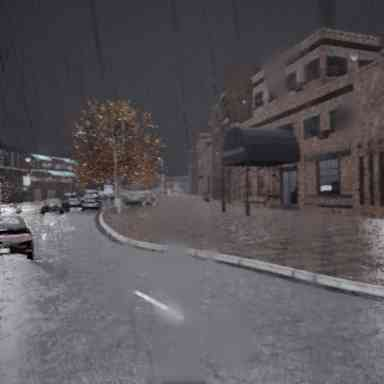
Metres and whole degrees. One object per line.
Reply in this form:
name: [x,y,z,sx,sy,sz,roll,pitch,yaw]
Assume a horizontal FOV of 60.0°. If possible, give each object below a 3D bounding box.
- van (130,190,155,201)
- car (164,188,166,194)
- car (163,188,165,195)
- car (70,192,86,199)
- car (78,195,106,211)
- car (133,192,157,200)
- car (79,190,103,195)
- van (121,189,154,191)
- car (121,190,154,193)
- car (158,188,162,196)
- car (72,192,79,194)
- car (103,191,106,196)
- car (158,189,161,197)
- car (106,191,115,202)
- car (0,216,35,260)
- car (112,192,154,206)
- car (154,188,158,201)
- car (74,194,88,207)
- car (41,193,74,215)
van: [-9.225,0.682,62.452,4.442,1.987,1.878,-1,1,-3]
car: [-9.578,0.050,87.137,5.566,2.045,2.435,-1,1,3]
car: [-9.735,0.463,81.681,4.792,1.488,2.163,-1,1,2]
car: [-26.323,0.814,76.950,2.163,1.488,4.792,-1,1,1]
car: [-11.955,1.456,39.993,1.994,1.385,4.181,-1,1,-9]
car: [-9.581,0.825,67.907,4.674,1.452,2.002,-1,1,-2]
car: [-16.645,1.025,55.054,2.097,1.767,4.553,-1,1,-4]
van: [-8.653,0.899,51.668,4.442,1.987,1.878,-1,1,-5]
car: [-8.269,1.046,48.936,4.553,1.767,2.185,-1,1,-5]
car: [-9.749,0.583,76.093,4.892,1.521,2.231,-1,2,0]
car: [-26.287,0.917,71.459,2.097,1.535,5.008,-1,1,0]
car: [-17.269,0.981,64.928,1.837,1.490,4.892,-1,1,-2]
car: [-9.694,0.750,70.635,4.792,1.488,2.163,-1,1,-1]
car: [-14.022,0.715,62.232,2.150,2.045,5.566,-1,2,-3]
car: [-7.056,1.637,12.413,2.128,1.511,4.902,-1,0,-31]
car: [-8.070,1.221,46.191,4.892,1.521,2.231,-1,1,-5]
car: [-8.748,0.822,54.414,5.566,2.045,2.435,-1,1,-5]
car: [-15.702,1.412,45.158,1.994,1.385,4.181,-1,1,-5]
car: [-14.326,1.348,35.192,2.097,1.767,4.553,-1,1,-9]
